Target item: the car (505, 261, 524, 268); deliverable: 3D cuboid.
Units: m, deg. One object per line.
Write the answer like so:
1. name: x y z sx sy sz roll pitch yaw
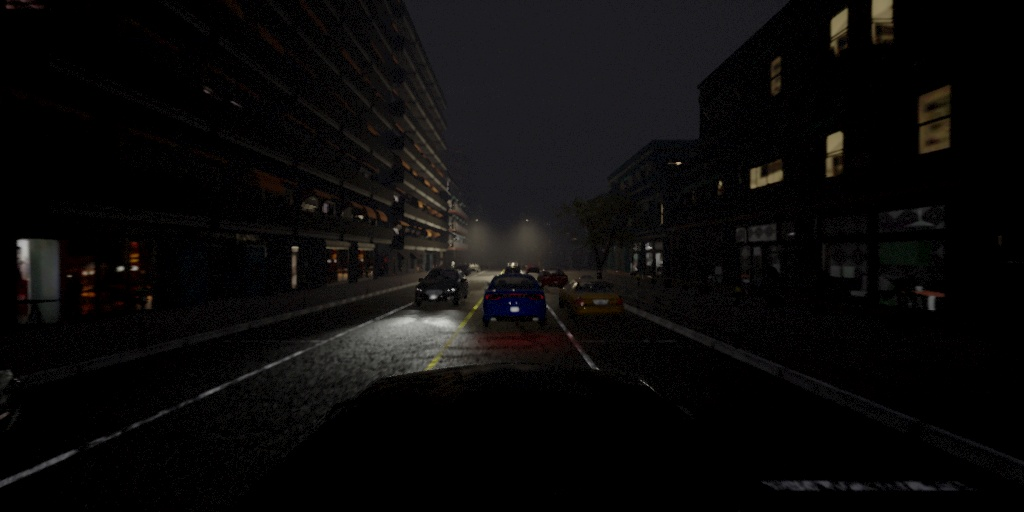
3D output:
1. car: 0.117 1.646 46.064 2.128 1.511 4.902 0 0 0

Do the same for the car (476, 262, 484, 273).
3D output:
1. car: -5.671 1.766 52.751 2.007 1.370 4.403 0 0 0

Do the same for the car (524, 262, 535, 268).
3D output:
1. car: 2.707 1.745 47.042 1.802 1.307 4.207 0 0 0

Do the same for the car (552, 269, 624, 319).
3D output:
1. car: 2.695 1.377 13.149 1.751 1.417 4.829 0 0 0

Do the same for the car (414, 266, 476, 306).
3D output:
1. car: -3.092 1.376 16.563 2.128 1.511 4.902 0 -1 0

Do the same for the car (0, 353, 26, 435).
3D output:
1. car: -5.690 1.300 1.657 2.007 1.370 4.403 0 0 0

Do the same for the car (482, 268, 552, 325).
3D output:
1. car: 0.050 1.323 12.247 1.882 1.535 5.008 0 -1 0

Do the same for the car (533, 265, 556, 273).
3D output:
1. car: 2.699 1.500 24.333 1.888 1.381 4.507 0 0 0

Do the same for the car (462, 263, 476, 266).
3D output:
1. car: -5.676 1.677 41.397 1.948 1.339 4.313 0 0 0
